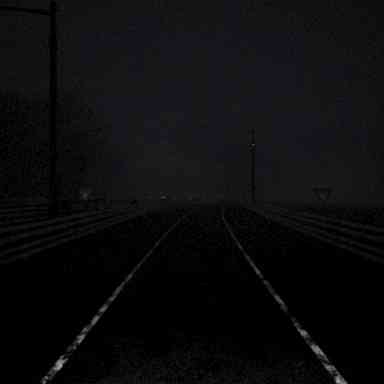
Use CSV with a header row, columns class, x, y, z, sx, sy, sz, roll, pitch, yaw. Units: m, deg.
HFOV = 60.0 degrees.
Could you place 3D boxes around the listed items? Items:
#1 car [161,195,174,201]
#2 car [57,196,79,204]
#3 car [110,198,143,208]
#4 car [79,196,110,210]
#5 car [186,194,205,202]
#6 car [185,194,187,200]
class,x,y,z,sx,sy,sz,roll,pitch,yaw
car,-5.619,1.390,75.585,2.128,1.511,4.902,0,0,15
car,-14.394,1.298,39.563,1.837,1.490,4.892,0,0,12
car,-7.388,1.391,38.956,1.895,1.301,4.718,0,0,13
car,-10.883,1.297,39.250,1.837,1.490,4.892,0,0,12
car,0.861,1.451,72.726,1.895,1.301,4.718,0,0,15
car,0.534,1.476,84.709,1.895,1.301,4.718,0,0,16
